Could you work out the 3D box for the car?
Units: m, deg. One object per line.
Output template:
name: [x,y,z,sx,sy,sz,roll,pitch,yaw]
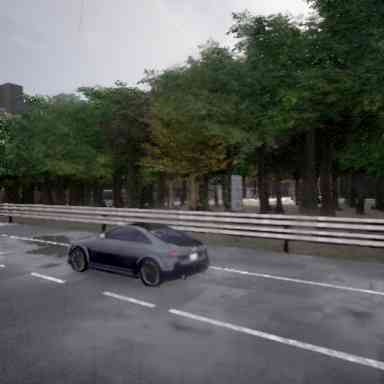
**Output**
car: [-1.593,1.567,9.345,4.181,1.385,1.994,0,0,35]
